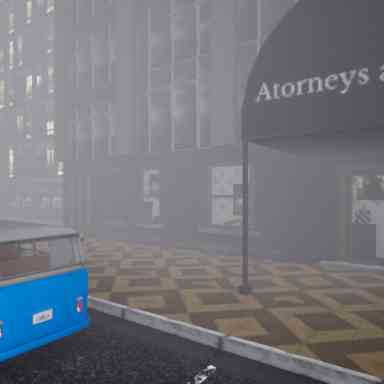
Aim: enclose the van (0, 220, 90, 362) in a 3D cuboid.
[{"bbox_3d":[-3.396,1.341,5.281,3.998,1.788,1.690,0,0,35],"label":"van"}]
